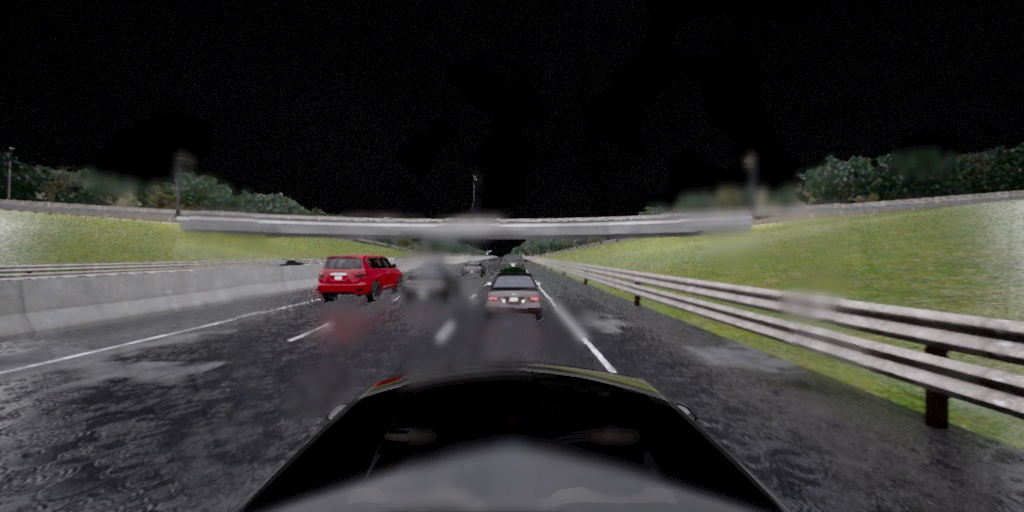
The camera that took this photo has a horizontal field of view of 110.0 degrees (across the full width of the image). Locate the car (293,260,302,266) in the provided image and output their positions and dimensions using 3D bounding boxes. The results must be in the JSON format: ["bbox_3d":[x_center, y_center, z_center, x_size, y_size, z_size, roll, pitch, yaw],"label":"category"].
[{"bbox_3d":[-21.096,1.215,38.908,1.895,1.301,4.718,0,0,0],"label":"car"}]

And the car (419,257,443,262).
[{"bbox_3d":[-6.909,1.134,33.134,2.128,1.511,4.902,0,0,0],"label":"car"}]

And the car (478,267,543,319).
[{"bbox_3d":[0.081,1.289,12.847,2.033,1.411,5.357,0,0,0],"label":"car"}]

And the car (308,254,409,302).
[{"bbox_3d":[-6.908,0.944,16.956,2.150,2.045,5.566,0,0,0],"label":"car"}]

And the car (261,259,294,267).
[{"bbox_3d":[-24.596,1.094,38.468,1.882,1.535,5.008,0,0,0],"label":"car"}]

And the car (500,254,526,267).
[{"bbox_3d":[0.094,0.869,32.270,2.150,2.045,5.566,0,0,0],"label":"car"}]

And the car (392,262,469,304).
[{"bbox_3d":[-3.413,1.218,16.174,2.128,1.511,4.902,0,0,0],"label":"car"}]

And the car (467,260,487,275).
[{"bbox_3d":[-3.409,1.134,33.124,2.128,1.511,4.902,0,0,0],"label":"car"}]
